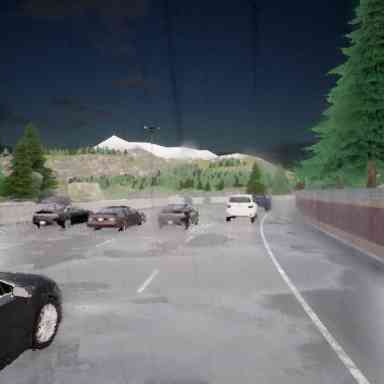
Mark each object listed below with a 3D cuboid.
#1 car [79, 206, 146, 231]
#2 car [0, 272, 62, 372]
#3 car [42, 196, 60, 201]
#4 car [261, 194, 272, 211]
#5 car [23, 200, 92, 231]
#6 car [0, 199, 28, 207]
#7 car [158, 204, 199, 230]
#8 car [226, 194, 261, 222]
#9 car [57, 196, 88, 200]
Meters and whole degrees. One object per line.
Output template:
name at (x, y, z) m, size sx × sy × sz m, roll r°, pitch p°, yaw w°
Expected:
car at (-4.470, 1.547, 20.459) m, size 2.033 × 1.411 × 5.357 m, roll 0°, pitch 0°, yaw 11°
car at (-3.074, 1.505, 3.378) m, size 1.837 × 1.490 × 4.892 m, roll 0°, pitch 0°, yaw 3°
car at (-17.132, 1.351, 42.164) m, size 2.097 × 1.767 × 4.553 m, roll 0°, pitch 0°, yaw 18°
car at (8.388, 1.220, 40.510) m, size 2.150 × 2.045 × 5.566 m, roll 0°, pitch 0°, yaw 19°
car at (-7.894, 1.491, 20.952) m, size 2.128 × 1.511 × 4.902 m, roll 0°, pitch 0°, yaw 10°
car at (-23.721, 1.600, 44.577) m, size 1.895 × 1.301 × 4.718 m, roll 0°, pitch 0°, yaw 18°
car at (-0.751, 1.491, 21.117) m, size 2.128 × 1.511 × 4.902 m, roll 0°, pitch 0°, yaw 11°
car at (4.099, 1.223, 26.749) m, size 2.150 × 2.045 × 5.566 m, roll 0°, pitch 0°, yaw 14°
car at (-13.896, 1.525, 40.828) m, size 1.812 × 1.442 × 4.674 m, roll 0°, pitch 0°, yaw 18°
